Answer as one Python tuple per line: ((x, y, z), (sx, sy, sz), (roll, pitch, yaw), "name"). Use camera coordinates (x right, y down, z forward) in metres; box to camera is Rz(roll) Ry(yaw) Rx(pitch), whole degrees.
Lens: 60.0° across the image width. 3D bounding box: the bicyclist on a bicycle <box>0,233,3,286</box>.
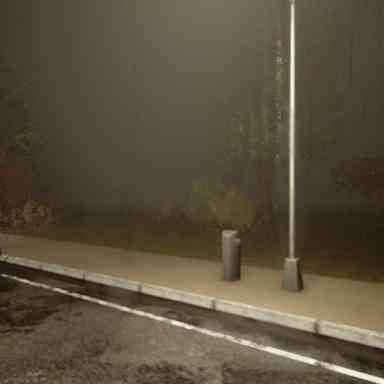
((-5.077, 1.482, 8.231), (1.509, 1.612, 0.866), (0, 0, 34), "bicyclist on a bicycle")
